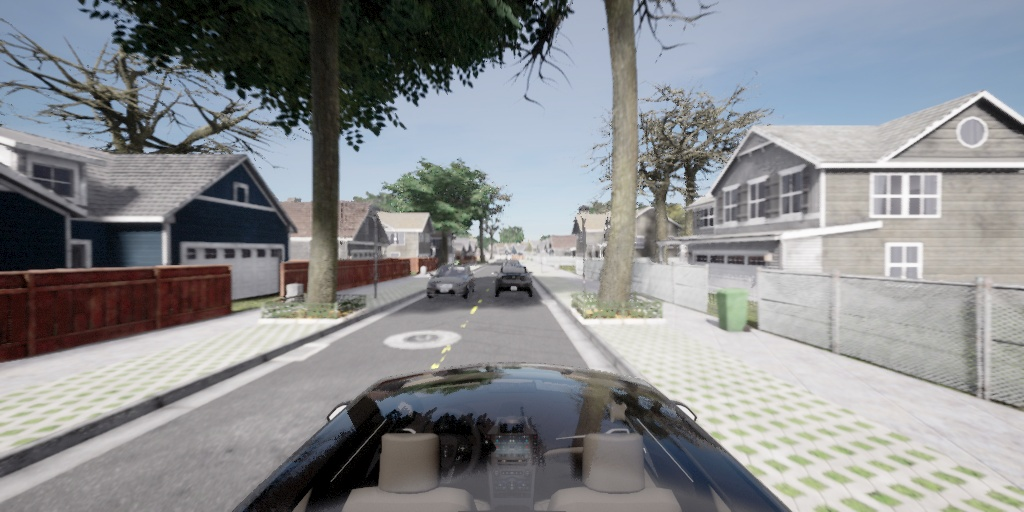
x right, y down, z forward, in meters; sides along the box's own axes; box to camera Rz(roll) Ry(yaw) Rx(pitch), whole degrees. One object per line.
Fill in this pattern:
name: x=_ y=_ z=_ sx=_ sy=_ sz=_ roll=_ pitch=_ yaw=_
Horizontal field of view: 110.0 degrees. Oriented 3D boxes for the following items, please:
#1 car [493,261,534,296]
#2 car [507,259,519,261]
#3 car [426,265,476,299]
car: x=0.089 y=1.195 z=18.762 sx=1.837 sy=1.490 sz=4.892 roll=0 pitch=1 yaw=0
car: x=0.095 y=1.117 z=39.101 sx=1.837 sy=1.490 sz=4.892 roll=0 pitch=0 yaw=0
car: x=-2.851 y=1.185 z=17.589 sx=2.128 sy=1.511 sz=4.902 roll=0 pitch=0 yaw=0
